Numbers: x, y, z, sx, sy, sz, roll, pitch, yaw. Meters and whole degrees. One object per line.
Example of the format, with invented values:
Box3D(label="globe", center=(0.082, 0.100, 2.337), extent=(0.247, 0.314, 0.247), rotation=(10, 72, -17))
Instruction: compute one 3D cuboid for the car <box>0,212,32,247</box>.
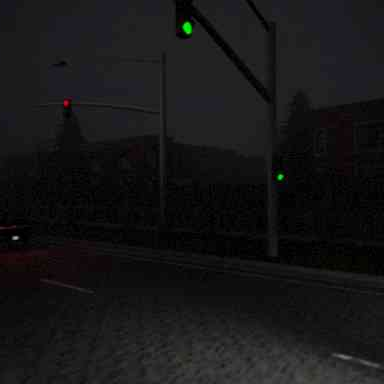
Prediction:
Box3D(label="car", center=(-9.042, 1.651, 14.738), extent=(4.902, 1.511, 2.128), rotation=(-1, 0, 35))
